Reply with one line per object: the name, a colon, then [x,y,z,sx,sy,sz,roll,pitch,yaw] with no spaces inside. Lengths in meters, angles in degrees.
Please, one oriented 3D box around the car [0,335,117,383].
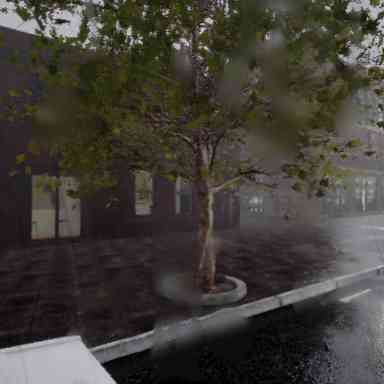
car: [-2.510,1.610,1.254,4.718,1.301,1.895,0,0,-35]
